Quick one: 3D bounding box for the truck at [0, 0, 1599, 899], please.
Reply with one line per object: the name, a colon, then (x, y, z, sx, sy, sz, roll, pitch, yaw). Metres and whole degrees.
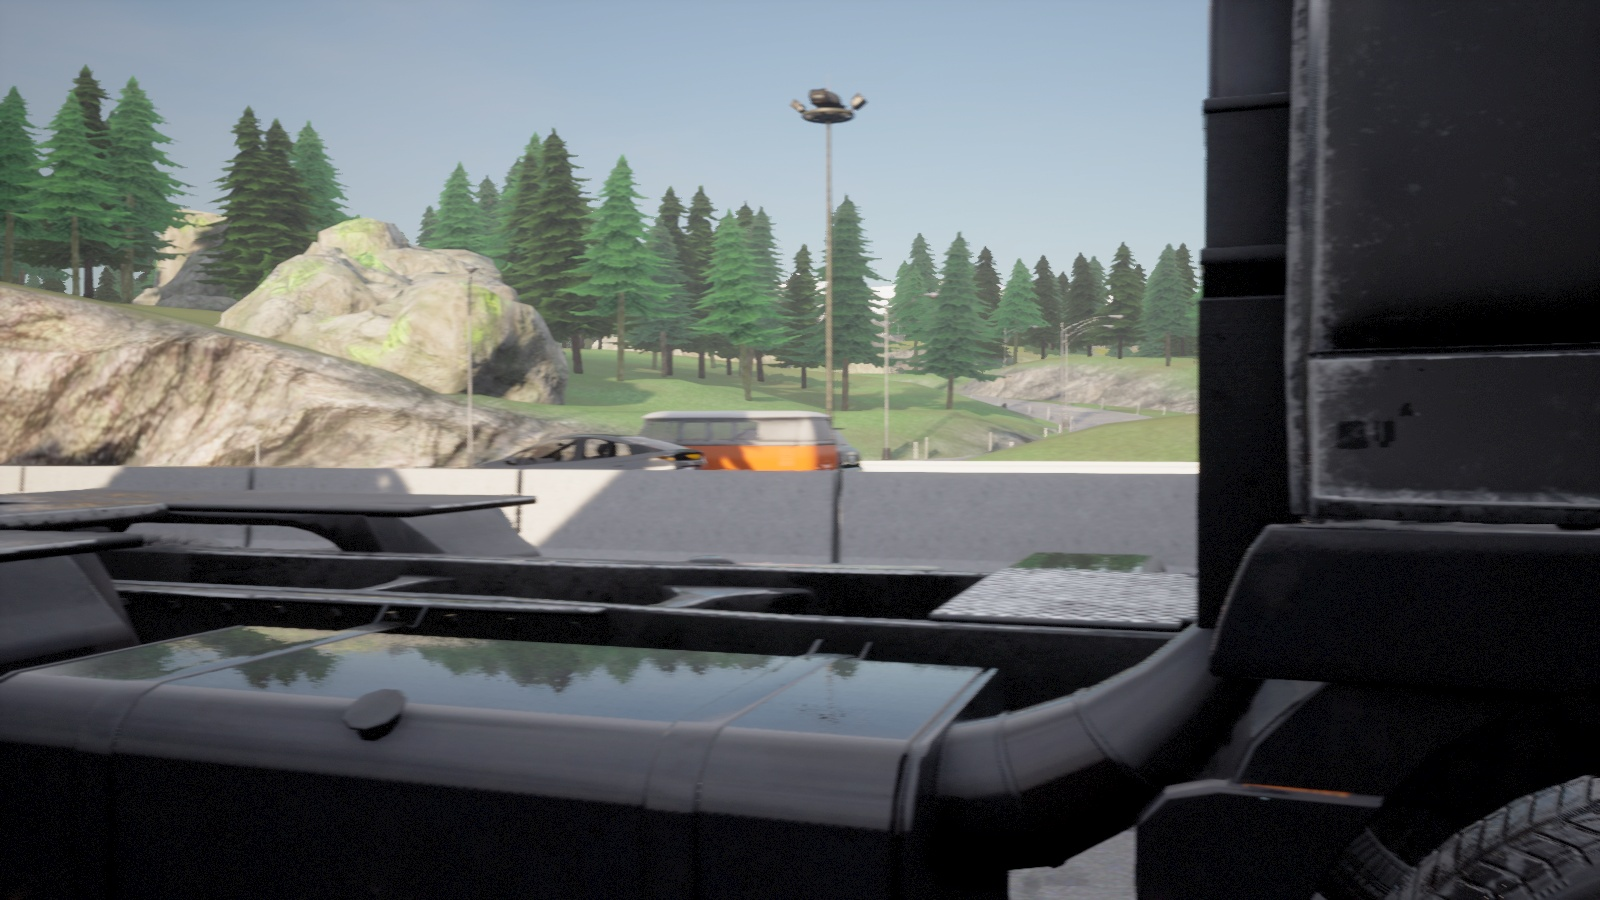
truck: (-0.731, -0.211, 3.426, 7.936, 3.462, 2.891, 0, 1, 19)

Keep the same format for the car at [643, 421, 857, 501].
car: (-1.151, 0.217, 29.429, 4.553, 1.767, 2.097, 0, 1, 19)

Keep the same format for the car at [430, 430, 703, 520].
car: (-4.268, 0.396, 23.095, 4.514, 1.525, 2.007, 0, 1, 19)

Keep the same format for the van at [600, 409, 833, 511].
van: (-1.713, 0.165, 25.924, 4.442, 1.987, 1.775, 0, 1, 19)
